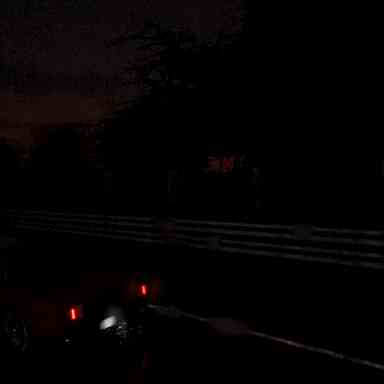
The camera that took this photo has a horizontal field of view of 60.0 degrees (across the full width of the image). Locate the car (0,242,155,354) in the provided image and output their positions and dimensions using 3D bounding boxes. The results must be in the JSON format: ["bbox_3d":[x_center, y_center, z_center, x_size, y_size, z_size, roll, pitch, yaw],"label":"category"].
[{"bbox_3d":[-3.023,1.621,6.148,4.718,1.301,1.895,0,0,35],"label":"car"}]
